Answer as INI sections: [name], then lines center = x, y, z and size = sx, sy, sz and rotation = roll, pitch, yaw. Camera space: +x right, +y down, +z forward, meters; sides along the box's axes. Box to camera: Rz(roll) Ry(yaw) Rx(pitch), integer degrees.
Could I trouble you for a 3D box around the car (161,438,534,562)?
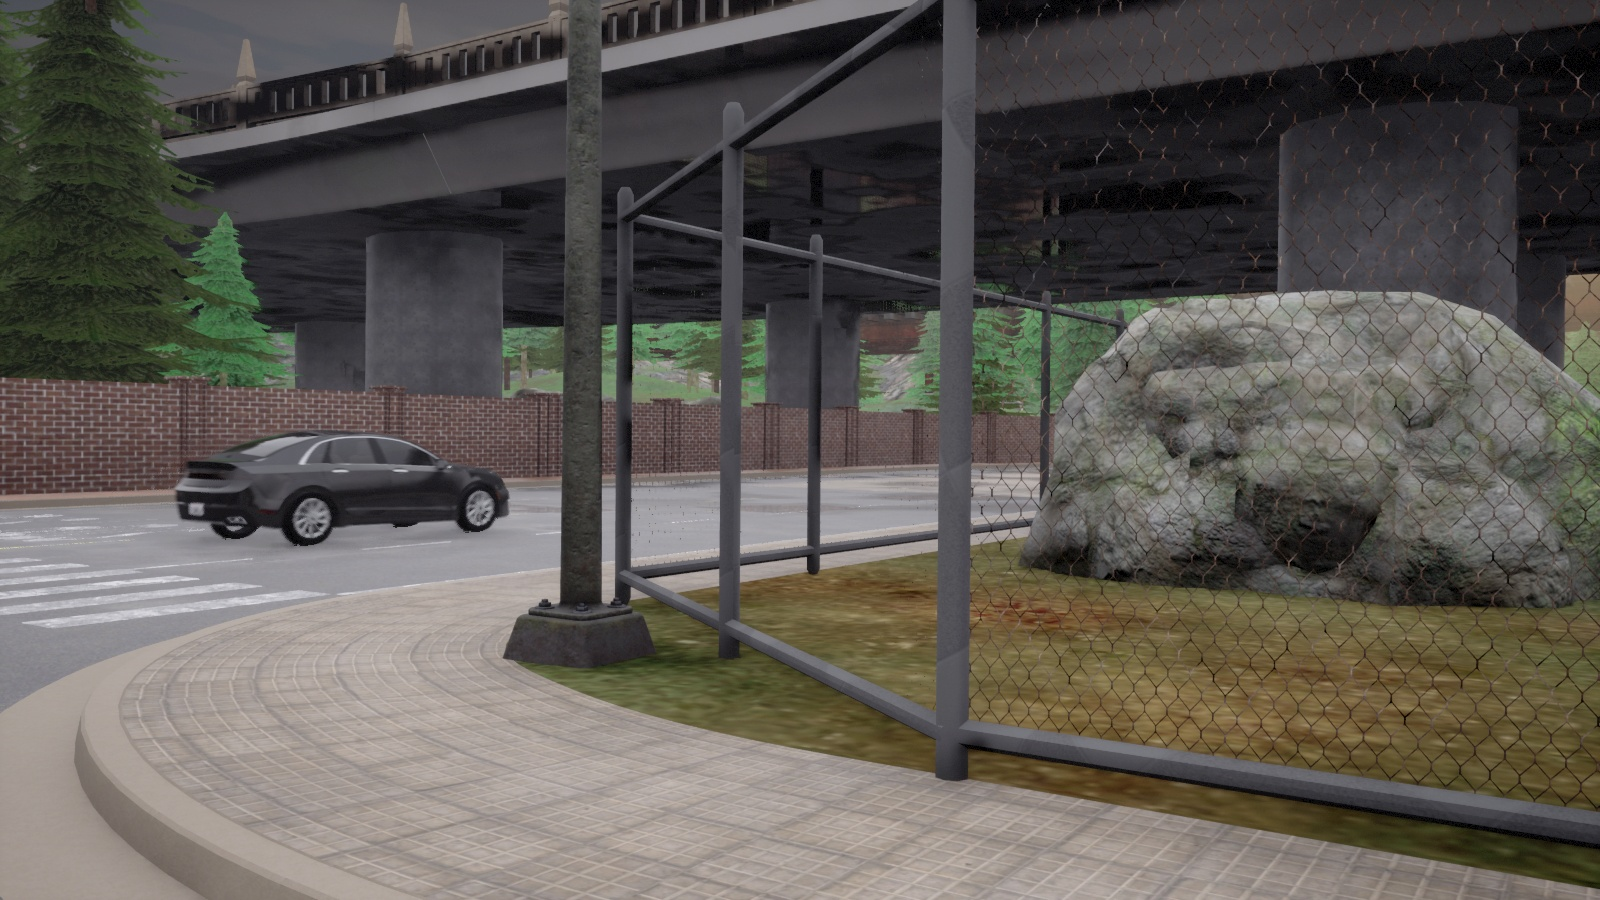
[car]
center = -6.277, 0.602, 18.045
size = 1.837, 1.490, 4.892
rotation = 0, 1, 33
